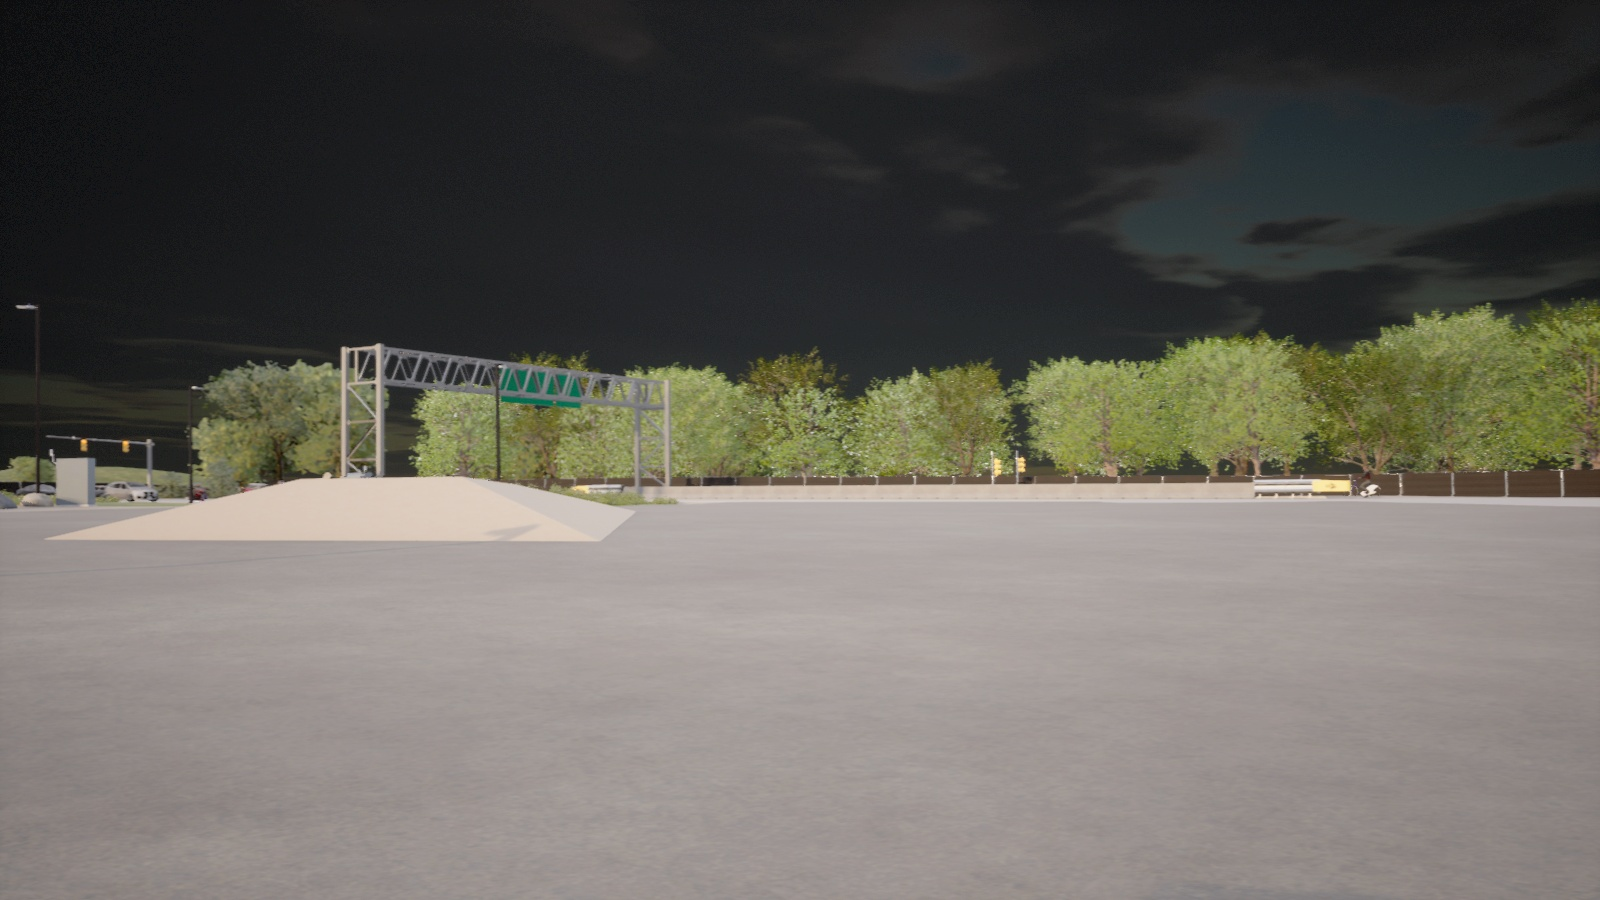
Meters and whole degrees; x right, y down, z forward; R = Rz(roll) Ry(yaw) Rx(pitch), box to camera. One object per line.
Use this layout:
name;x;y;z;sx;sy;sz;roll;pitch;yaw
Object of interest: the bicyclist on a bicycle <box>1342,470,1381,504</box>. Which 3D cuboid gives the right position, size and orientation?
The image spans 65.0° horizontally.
bicyclist on a bicycle;30.085;1.979;67.266;1.843;1.776;0.659;0;-2;33
